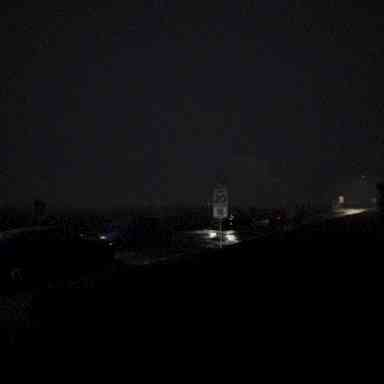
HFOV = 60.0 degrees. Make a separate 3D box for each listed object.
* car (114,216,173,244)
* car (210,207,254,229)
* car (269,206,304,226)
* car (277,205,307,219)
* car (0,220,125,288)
[{"bbox_3d":[-3.154,1.978,17.183,2.033,1.411,5.357,-2,-2,33],"label":"car"},{"bbox_3d":[3.341,2.001,27.169,2.097,1.767,4.553,-2,-2,33],"label":"car"},{"bbox_3d":[8.451,2.236,29.794,1.994,1.385,4.181,-2,-2,33],"label":"car"},{"bbox_3d":[12.400,2.440,41.029,2.128,1.511,4.902,-2,-2,33],"label":"car"},{"bbox_3d":[-4.423,1.766,10.008,1.812,1.442,4.674,-2,-2,33],"label":"car"}]
